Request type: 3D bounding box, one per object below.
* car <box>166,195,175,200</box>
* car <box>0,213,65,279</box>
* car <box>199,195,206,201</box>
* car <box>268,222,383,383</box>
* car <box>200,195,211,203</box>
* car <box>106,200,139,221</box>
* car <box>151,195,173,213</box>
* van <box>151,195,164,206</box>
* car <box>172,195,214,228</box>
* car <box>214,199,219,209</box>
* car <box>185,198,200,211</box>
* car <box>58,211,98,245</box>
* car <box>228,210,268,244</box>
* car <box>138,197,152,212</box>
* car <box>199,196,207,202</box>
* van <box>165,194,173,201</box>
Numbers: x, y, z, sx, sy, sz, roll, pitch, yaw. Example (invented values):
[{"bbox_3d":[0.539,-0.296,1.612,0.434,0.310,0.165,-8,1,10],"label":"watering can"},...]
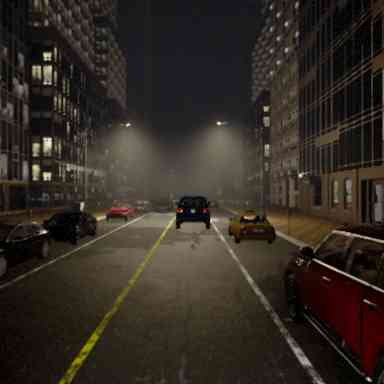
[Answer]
[{"bbox_3d":[-5.787,1.538,89.576,1.947,1.339,4.313,0,0,0],"label":"car"},{"bbox_3d":[-5.698,1.554,9.884,2.008,1.369,4.403,0,0,0],"label":"car"},{"bbox_3d":[2.600,1.502,84.048,1.752,1.417,4.829,0,0,0],"label":"car"},{"bbox_3d":[2.690,1.317,4.190,2.192,1.841,5.009,0,0,0],"label":"car"},{"bbox_3d":[2.620,1.429,66.801,1.967,1.590,4.097,0,0,0],"label":"car"},{"bbox_3d":[-5.717,1.585,26.960,1.802,1.307,4.206,0,0,0],"label":"car"},{"bbox_3d":[-3.123,1.478,37.913,1.882,1.535,5.008,0,0,0],"label":"car"},{"bbox_3d":[-5.748,1.336,55.423,1.690,1.788,3.998,0,0,0],"label":"van"},{"bbox_3d":[0.080,1.226,22.253,2.150,2.045,5.566,0,0,0],"label":"car"},{"bbox_3d":[2.645,1.565,44.035,1.947,1.339,4.313,0,0,0],"label":"car"},{"bbox_3d":[0.054,1.505,41.936,1.837,1.490,4.892,0,0,0],"label":"car"},{"bbox_3d":[-5.705,1.570,15.577,1.947,1.339,4.313,0,0,0],"label":"car"},{"bbox_3d":[2.676,1.529,15.743,1.752,1.417,4.829,0,0,0],"label":"car"},{"bbox_3d":[-5.730,1.551,38.346,2.008,1.369,4.403,0,0,0],"label":"car"},{"bbox_3d":[2.606,1.563,78.186,1.802,1.307,4.206,0,0,0],"label":"car"},{"bbox_3d":[-5.779,1.318,83.884,1.690,1.788,3.998,0,0,0],"label":"van"}]
